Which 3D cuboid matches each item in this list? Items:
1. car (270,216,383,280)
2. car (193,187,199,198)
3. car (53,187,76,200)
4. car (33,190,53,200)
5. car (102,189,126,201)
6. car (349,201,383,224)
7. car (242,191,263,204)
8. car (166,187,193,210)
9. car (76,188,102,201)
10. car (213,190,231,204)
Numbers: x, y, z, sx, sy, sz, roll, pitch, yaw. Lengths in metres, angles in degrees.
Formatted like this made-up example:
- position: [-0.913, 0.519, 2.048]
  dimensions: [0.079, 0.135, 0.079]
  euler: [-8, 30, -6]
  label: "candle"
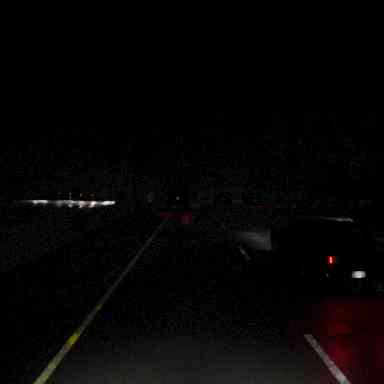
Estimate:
- position: [3.598, 1.443, 9.379]
  dimensions: [1.895, 1.301, 4.718]
  euler: [0, 1, 0]
  label: "car"
- position: [0.014, 0.031, 54.788]
  dimensions: [2.097, 1.767, 4.553]
  euler: [0, 1, 1]
  label: "car"
- position: [-17.560, 0.223, 47.825]
  dimensions: [2.097, 1.767, 4.553]
  euler: [0, 2, 0]
  label: "car"
- position: [-21.058, 0.433, 47.868]
  dimensions: [1.994, 1.385, 4.181]
  euler: [0, 2, 0]
  label: "car"
- position: [-10.565, 0.388, 46.870]
  dimensions: [2.128, 1.511, 4.902]
  euler: [0, 2, 0]
  label: "car"
- position: [10.598, 1.211, 18.007]
  dimensions: [2.033, 1.411, 5.357]
  euler: [0, 1, 0]
  label: "car"
- position: [7.095, 0.596, 39.285]
  dimensions: [2.128, 1.511, 4.902]
  euler: [0, 2, 0]
  label: "car"
- position: [-1.228, 0.559, 30.882]
  dimensions: [2.150, 2.045, 5.566]
  euler: [0, 2, 0]
  label: "car"
- position: [-14.066, 0.261, 46.446]
  dimensions: [2.097, 1.767, 4.553]
  euler: [0, 2, 0]
  label: "car"
- position: [3.596, 0.559, 40.116]
  dimensions: [1.882, 1.535, 5.008]
  euler: [0, 2, 0]
  label: "car"
